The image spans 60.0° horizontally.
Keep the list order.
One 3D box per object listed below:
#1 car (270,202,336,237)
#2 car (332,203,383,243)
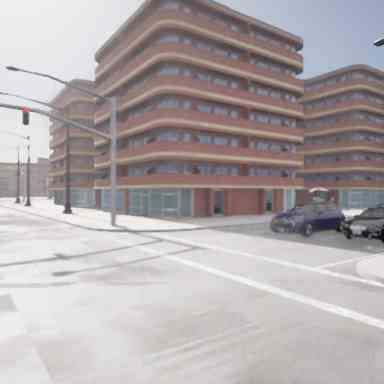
[{"bbox_3d":[6.424,1.362,18.285,4.553,1.767,2.097,0,0,-35],"label":"car"},{"bbox_3d":[9.229,1.502,15.979,4.902,1.511,2.128,0,0,-35],"label":"car"}]
